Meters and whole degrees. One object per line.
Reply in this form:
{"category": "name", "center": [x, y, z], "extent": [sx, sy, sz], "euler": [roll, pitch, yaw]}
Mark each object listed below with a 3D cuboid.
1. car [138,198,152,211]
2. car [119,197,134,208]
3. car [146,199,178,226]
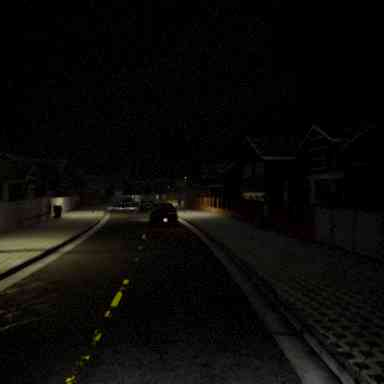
{"category": "car", "center": [-5.569, 1.515, 41.308], "extent": [2.128, 1.511, 4.902], "euler": [0, 0, -11]}
{"category": "car", "center": [-9.747, 1.532, 49.860], "extent": [1.837, 1.490, 4.892], "euler": [0, -1, -5]}
{"category": "car", "center": [-2.092, 1.532, 23.833], "extent": [1.837, 1.490, 4.892], "euler": [0, 0, -9]}
